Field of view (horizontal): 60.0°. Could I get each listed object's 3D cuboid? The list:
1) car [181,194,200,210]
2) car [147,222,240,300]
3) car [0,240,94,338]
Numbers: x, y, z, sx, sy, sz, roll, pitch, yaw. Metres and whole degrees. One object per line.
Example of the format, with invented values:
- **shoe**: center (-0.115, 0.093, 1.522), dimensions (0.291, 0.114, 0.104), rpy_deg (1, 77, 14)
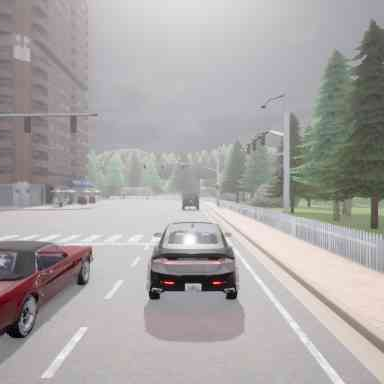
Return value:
- **car**: center (-0.185, 1.221, 43.563), dimensions (2.150, 2.045, 5.566), rpy_deg (0, 0, -1)
- **car**: center (0.022, 1.492, 8.378), dimensions (2.128, 1.511, 4.902), rpy_deg (0, 0, 0)
- **car**: center (-3.451, 1.601, 6.529), dimensions (1.895, 1.301, 4.718), rpy_deg (0, 0, 0)
